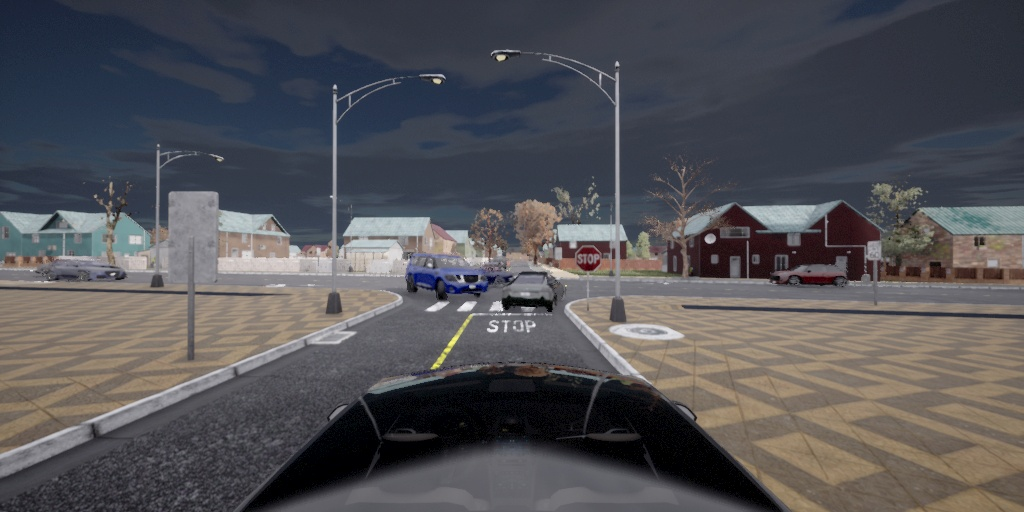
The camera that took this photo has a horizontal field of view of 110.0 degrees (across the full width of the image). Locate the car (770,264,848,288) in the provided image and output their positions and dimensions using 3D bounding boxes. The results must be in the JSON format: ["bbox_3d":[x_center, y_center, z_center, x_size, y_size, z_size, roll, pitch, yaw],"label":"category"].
[{"bbox_3d":[22.382,1.433,27.226,4.553,1.767,2.097,1,0,8],"label":"car"}]

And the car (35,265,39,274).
[{"bbox_3d":[-34.278,0.985,28.188,5.357,1.411,2.033,1,0,8],"label":"car"}]

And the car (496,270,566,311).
[{"bbox_3d":[0.987,1.317,14.688,1.994,1.385,4.181,0,0,14],"label":"car"}]

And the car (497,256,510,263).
[{"bbox_3d":[-1.877,1.049,54.376,2.150,2.045,5.566,0,0,2],"label":"car"}]

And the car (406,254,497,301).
[{"bbox_3d":[-3.377,0.933,17.739,2.150,2.045,5.566,2,0,-38],"label":"car"}]

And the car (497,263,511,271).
[{"bbox_3d":[-2.164,1.341,23.806,4.718,1.301,1.895,0,0,8],"label":"car"}]

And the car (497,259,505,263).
[{"bbox_3d":[-2.314,1.364,42.784,1.994,1.385,4.181,0,0,4],"label":"car"}]

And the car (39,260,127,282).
[{"bbox_3d":[-28.532,1.027,24.124,4.181,1.385,1.994,1,0,8],"label":"car"}]
